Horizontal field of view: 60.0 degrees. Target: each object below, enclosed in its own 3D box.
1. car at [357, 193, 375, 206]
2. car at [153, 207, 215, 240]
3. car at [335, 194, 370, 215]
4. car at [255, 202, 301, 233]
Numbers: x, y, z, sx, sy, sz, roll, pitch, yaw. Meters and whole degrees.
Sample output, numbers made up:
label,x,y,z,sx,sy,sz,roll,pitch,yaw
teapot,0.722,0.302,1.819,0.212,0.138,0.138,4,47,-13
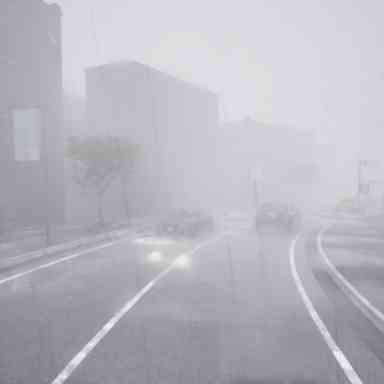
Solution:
label,x,y,z,sx,sy,sz,roll,pitch,yaw
car,26.189,1.145,50.999,5.566,2.045,2.150,-1,4,-45
car,-0.274,1.450,16.576,1.994,1.385,4.181,2,1,21
car,17.661,1.490,36.915,2.097,1.767,4.553,5,3,43
car,5.457,1.379,20.607,2.097,1.767,4.553,3,1,26
